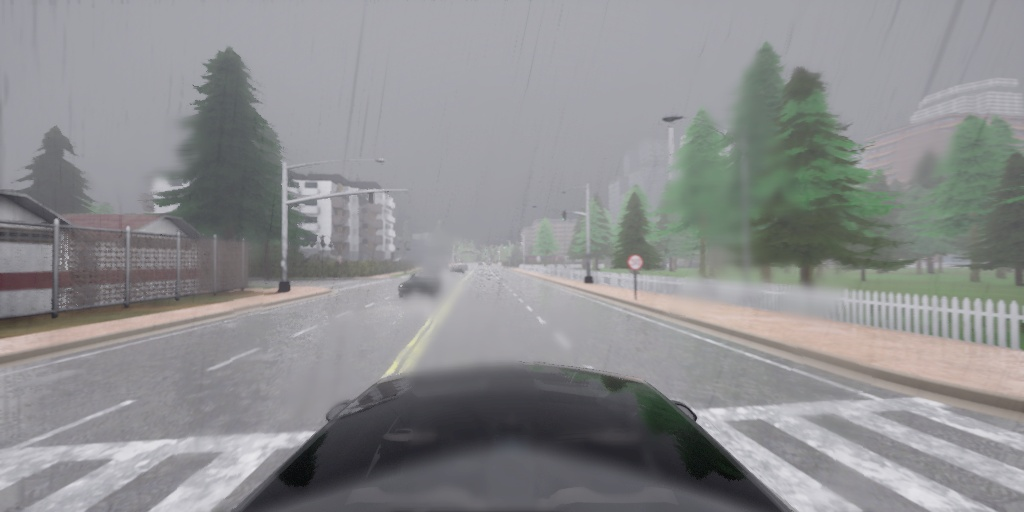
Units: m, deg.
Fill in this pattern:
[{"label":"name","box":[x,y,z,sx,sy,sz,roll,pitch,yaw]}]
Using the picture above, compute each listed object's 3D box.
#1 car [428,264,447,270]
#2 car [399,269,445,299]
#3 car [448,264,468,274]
[{"label":"car","box":[-11.807,2.031,55.697,2.128,1.511,4.902,0,-1,-5]},{"label":"car","box":[-5.063,1.632,20.459,1.895,1.301,4.718,0,-1,-5]},{"label":"car","box":[-8.248,2.108,55.125,1.895,1.301,4.718,0,-1,-5]}]
